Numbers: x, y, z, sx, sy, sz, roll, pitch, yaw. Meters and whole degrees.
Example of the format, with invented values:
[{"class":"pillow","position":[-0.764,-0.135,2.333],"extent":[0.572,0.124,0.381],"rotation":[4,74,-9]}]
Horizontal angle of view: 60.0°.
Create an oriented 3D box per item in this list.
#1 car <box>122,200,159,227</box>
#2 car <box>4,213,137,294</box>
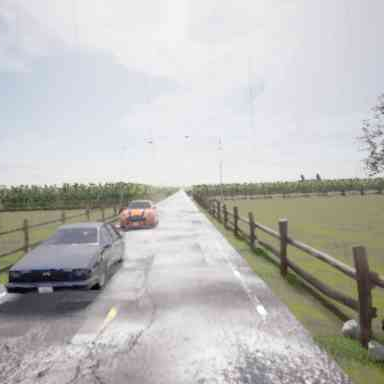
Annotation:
[{"class":"car","position":[-3.409,1.339,22.187],"extent":[2.097,1.767,4.553],"rotation":[-2,0,-1]},{"class":"car","position":[-3.057,1.585,9.390],"extent":[2.033,1.411,5.357],"rotation":[-2,0,-2]}]
